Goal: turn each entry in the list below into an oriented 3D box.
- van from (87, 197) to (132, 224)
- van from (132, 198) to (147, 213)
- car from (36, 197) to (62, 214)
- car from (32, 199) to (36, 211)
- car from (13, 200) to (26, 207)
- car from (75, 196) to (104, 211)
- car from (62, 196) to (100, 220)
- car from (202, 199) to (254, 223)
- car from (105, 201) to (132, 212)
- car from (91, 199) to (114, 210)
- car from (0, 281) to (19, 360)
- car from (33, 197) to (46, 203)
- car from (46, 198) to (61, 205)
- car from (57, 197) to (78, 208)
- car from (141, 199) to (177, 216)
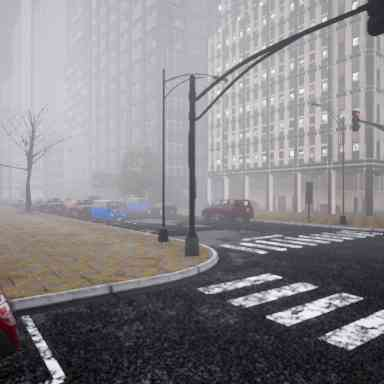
[{"bbox_3d":[-6.641,1.515,26.431,1.690,1.788,3.998,0,0,-36],"label":"van"},{"bbox_3d":[-6.652,1.616,40.571,1.690,1.788,3.998,0,0,-36],"label":"van"},{"bbox_3d":[-16.783,1.599,40.191,2.192,1.841,5.009,0,0,-36],"label":"car"},{"bbox_3d":[-20.163,1.760,44.777,1.967,1.590,4.097,0,0,-36],"label":"car"},{"bbox_3d":[-30.304,2.009,58.535,1.802,1.307,4.206,0,0,-36],"label":"car"},{"bbox_3d":[-14.467,1.548,46.721,2.150,2.045,5.566,0,0,-36],"label":"car"},{"bbox_3d":[-10.021,1.526,31.017,2.192,1.841,5.009,0,0,-36],"label":"car"},{"bbox_3d":[2.905,1.484,27.605,2.192,1.841,5.009,0,0,-36],"label":"car"},{"bbox_3d":[-10.032,1.877,45.158,1.947,1.339,4.313,0,0,-36],"label":"car"},{"bbox_3d":[-13.514,1.873,49.881,1.752,1.417,4.829,0,0,-36],"label":"car"},{"bbox_3d":[-4.236,1.437,3.535,4.097,1.590,1.967,0,0,-36],"label":"car"},{"bbox_3d":[-39.078,2.091,85.091,1.882,1.535,5.008,0,0,-36],"label":"car"},{"bbox_3d":[-30.317,2.089,72.676,1.947,1.339,4.313,0,0,-36],"label":"car"},{"bbox_3d":[-20.774,1.745,55.206,2.097,1.767,4.553,0,0,-36],"label":"car"},{"bbox_3d":[-3.270,1.788,35.984,2.008,1.369,4.403,0,0,-36],"label":"car"}]
